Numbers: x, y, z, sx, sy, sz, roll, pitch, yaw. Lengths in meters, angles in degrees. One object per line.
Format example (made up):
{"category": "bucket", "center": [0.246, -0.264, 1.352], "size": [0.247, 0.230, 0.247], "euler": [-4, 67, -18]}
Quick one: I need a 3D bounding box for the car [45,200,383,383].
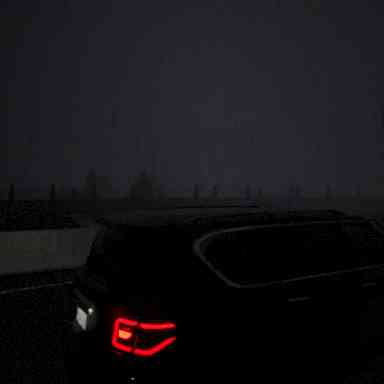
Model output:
{"category": "car", "center": [1.265, 1.209, 4.423], "size": [5.566, 2.045, 2.150], "euler": [0, 0, -33]}

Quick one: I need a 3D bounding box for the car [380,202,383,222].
{"category": "car", "center": [16.809, 1.489, 25.461], "size": [4.892, 1.490, 1.837], "euler": [0, 0, -29]}

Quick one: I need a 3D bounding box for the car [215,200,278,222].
{"category": "car", "center": [4.415, 1.453, 26.660], "size": [4.892, 1.490, 1.837], "euler": [0, 0, -29]}

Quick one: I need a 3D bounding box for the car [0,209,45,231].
{"category": "car", "center": [-7.505, 1.509, 15.577], "size": [4.181, 1.385, 1.994], "euler": [0, 0, -33]}

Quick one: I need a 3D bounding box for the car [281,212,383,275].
{"category": "car", "center": [5.713, 1.527, 11.151], "size": [5.357, 1.411, 2.033], "euler": [0, 0, -29]}
